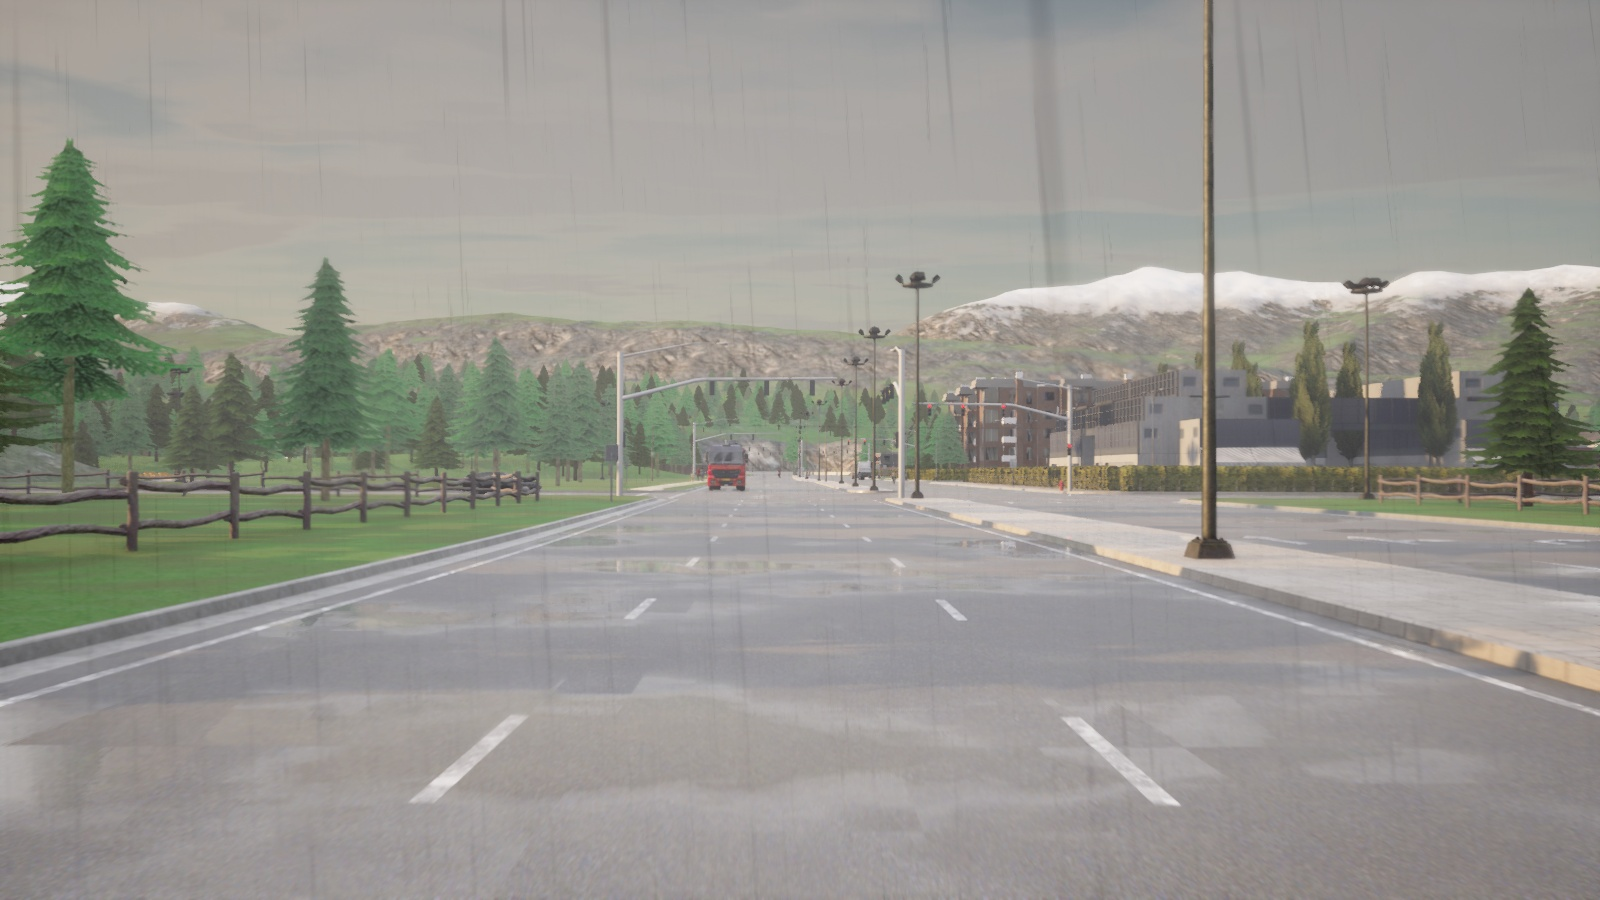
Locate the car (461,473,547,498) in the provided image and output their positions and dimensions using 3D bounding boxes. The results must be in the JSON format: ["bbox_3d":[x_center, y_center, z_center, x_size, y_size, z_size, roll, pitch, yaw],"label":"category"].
[{"bbox_3d":[-18.137,2.177,77.054,4.792,1.488,2.163,0,-1,-1],"label":"car"}]
